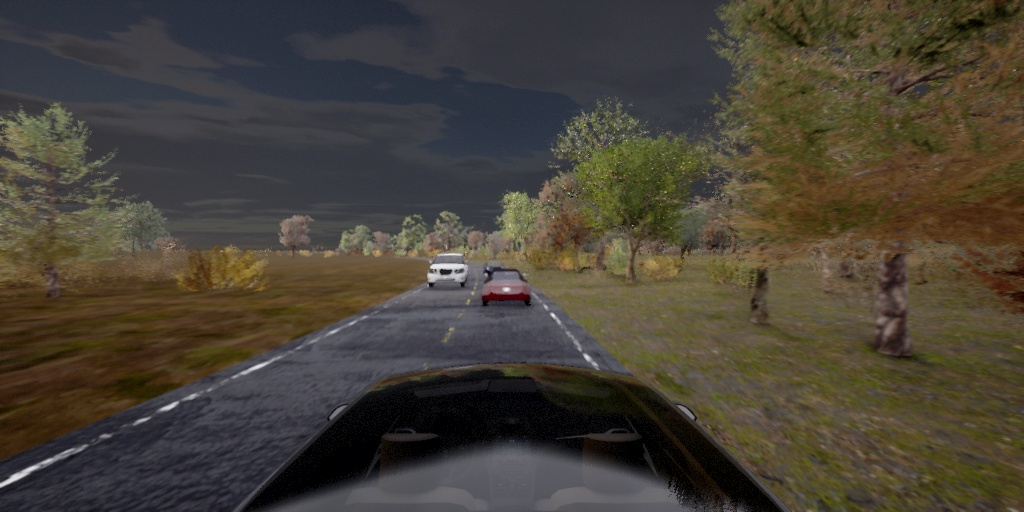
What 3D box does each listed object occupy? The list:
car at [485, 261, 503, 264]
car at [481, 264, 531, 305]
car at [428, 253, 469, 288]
[{"bbox_3d":[-1.688,1.118,33.166,1.895,1.301,4.718,0,0,-6],"label":"car"},{"bbox_3d":[-0.289,1.212,15.469,1.994,1.385,4.181,0,0,-3],"label":"car"},{"bbox_3d":[-3.930,0.823,22.837,2.150,2.045,5.566,0,0,-4],"label":"car"}]
